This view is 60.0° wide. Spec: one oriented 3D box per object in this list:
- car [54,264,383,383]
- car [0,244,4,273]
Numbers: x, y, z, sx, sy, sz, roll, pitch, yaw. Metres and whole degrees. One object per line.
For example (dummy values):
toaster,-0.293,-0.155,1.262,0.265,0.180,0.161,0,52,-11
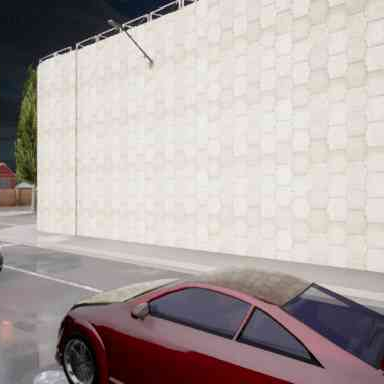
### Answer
car,0.325,1.564,3.745,4.181,1.385,1.994,0,0,37
car,-6.753,1.525,8.786,4.674,1.442,1.812,0,0,35
